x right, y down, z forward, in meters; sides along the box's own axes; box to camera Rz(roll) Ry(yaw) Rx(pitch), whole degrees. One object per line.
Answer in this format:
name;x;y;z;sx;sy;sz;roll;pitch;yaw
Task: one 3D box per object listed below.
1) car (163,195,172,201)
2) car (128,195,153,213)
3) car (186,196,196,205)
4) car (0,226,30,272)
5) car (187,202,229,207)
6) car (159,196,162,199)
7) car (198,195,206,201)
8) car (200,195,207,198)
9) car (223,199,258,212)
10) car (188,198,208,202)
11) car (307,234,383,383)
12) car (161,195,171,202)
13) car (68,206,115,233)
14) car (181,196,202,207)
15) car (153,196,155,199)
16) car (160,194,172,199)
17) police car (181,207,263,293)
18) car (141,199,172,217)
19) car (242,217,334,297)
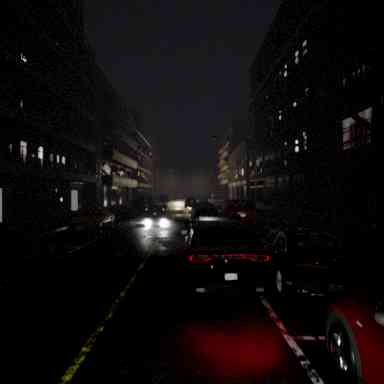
car;-5.907;1.490;81.620;1.887;1.381;4.507;0;0;0
car;-5.787;1.420;36.529;1.967;1.590;4.097;0;0;0
car;-0.159;1.490;59.402;1.812;1.442;4.674;0;0;0
car;-5.712;1.562;8.345;1.947;1.339;4.313;0;0;0
car;0.783;1.517;18.852;1.812;1.442;4.674;0;0;0
car;-5.818;1.554;47.802;1.802;1.307;4.206;0;0;0
car;2.473;1.490;81.638;1.887;1.381;4.507;0;0;0
car;2.503;1.480;70.535;1.752;1.417;4.829;0;0;0
car;2.640;1.306;19.638;2.192;1.841;5.009;0;0;0
car;0.833;1.466;24.857;1.882;1.535;5.008;0;0;0
car;2.684;1.439;2.729;1.967;1.590;4.097;0;0;0
car;-5.892;1.390;75.982;1.967;1.590;4.097;0;0;0
car;-5.741;1.516;19.449;1.752;1.417;4.829;0;0;0
car;-0.114;1.522;45.139;2.033;1.411;5.357;0;0;0
car;-5.801;1.291;42.165;2.192;1.841;5.009;0;0;0
car;-5.876;1.270;70.347;2.192;1.841;5.009;0;0;0
police car;0.731;1.422;8.963;1.930;1.638;5.238;0;0;0
car;-3.184;1.585;30.750;1.895;1.301;4.718;0;0;0
car;2.669;1.547;8.365;2.008;1.369;4.403;0;0;0
